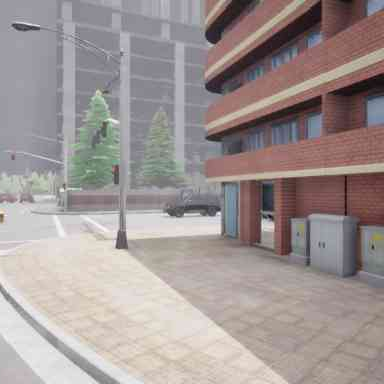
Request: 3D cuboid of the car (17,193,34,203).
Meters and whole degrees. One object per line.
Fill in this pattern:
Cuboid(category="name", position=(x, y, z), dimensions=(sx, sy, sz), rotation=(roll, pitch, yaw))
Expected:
Cuboid(category="car", position=(-34.638, 1.225, 69.458), dimensions=(2.150, 2.045, 5.566), rotation=(0, 0, -23))

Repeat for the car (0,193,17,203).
Cuboid(category="car", position=(-38.004, 1.225, 68.432), dimensions=(2.150, 2.045, 5.566), rotation=(0, 0, -23))

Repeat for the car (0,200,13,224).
Cuboid(category="car", position=(-15.574, 1.518, 23.357), dimensions=(5.008, 1.535, 1.882), rotation=(0, 1, 13))

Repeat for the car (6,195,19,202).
Cuboid(category="car", position=(-42.153, 1.540, 78.223), dimensions=(2.033, 1.411, 5.357), rotation=(0, 0, -23))

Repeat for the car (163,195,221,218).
Cuboid(category="car", position=(0.117, 1.277, 31.313), dimensions=(5.566, 2.045, 2.150), rotation=(0, 0, -23))

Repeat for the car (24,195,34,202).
Cuboid(category="car", position=(-38.768, 1.524, 79.205), dimensions=(1.812, 1.442, 4.674), rotation=(0, 0, -23))
